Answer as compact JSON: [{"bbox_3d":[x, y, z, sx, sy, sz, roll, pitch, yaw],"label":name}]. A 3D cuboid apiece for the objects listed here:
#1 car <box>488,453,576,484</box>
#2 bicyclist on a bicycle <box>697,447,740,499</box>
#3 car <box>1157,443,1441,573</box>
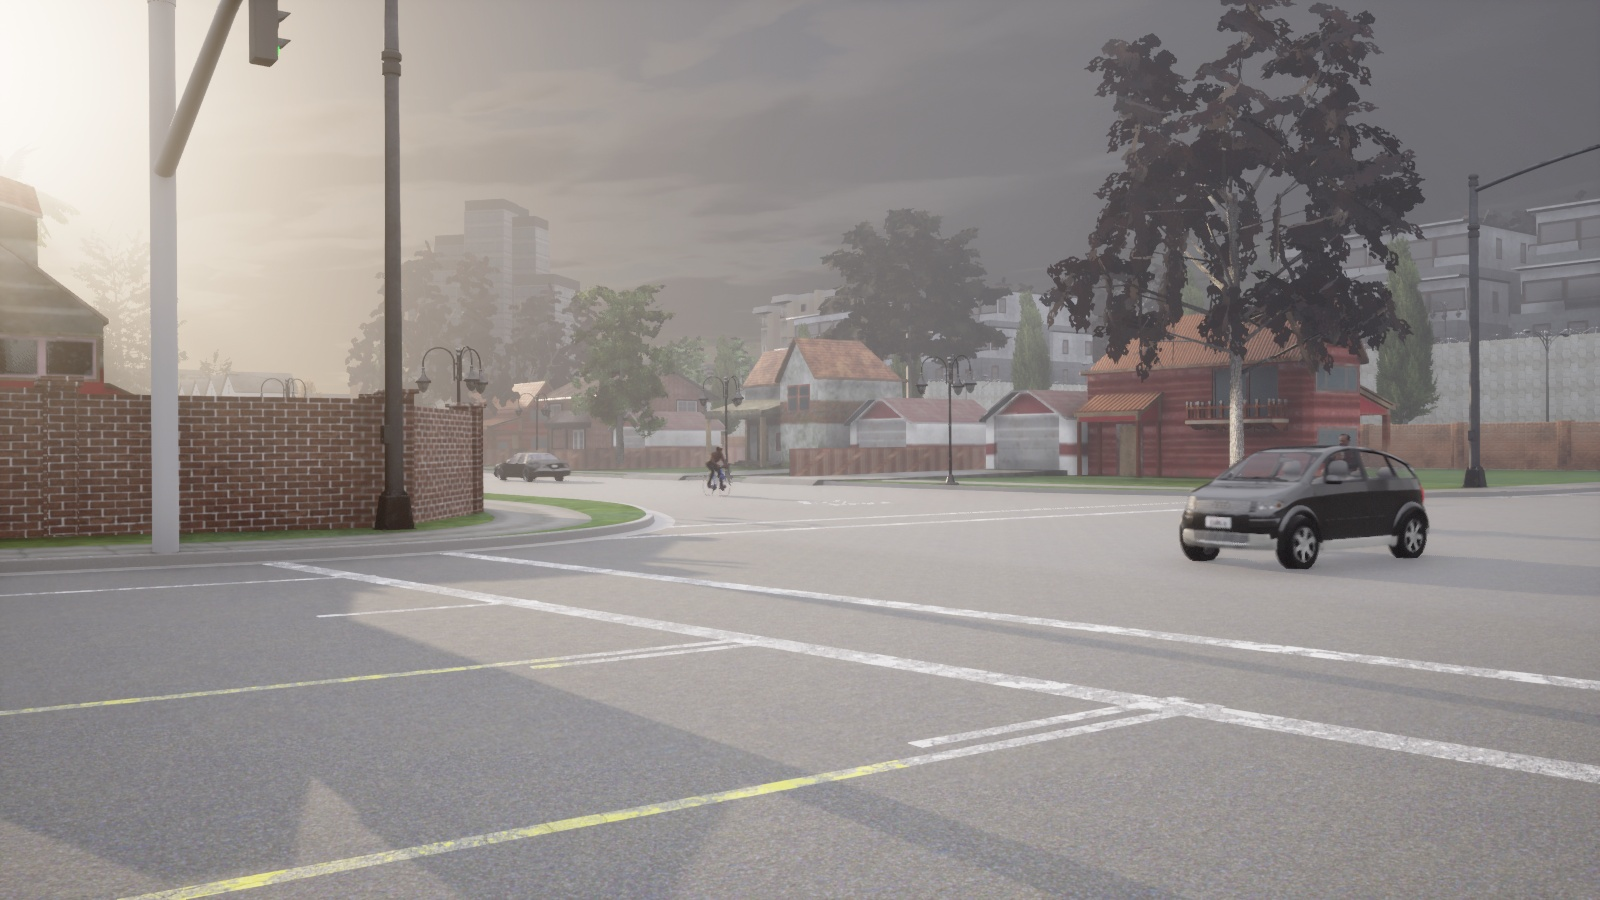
[{"bbox_3d":[-12.851,0.845,59.990,2.033,1.411,5.357,-1,0,-36],"label":"car"},{"bbox_3d":[-2.623,0.709,40.219,0.582,1.620,1.656,-1,1,-36],"label":"bicyclist on a bicycle"},{"bbox_3d":[6.741,0.689,16.883,3.705,1.549,1.789,-1,0,-35],"label":"car"}]
